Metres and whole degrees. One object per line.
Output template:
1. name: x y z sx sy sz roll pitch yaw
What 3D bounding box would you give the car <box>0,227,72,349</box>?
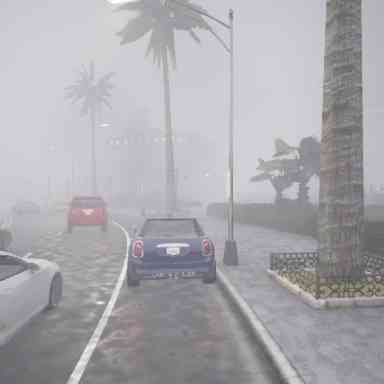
1. car: -3.379 1.523 4.740 1.812 1.442 4.674 0 0 -4

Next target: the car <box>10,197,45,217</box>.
1. car: -16.008 1.535 31.802 2.033 1.411 5.357 0 0 -37

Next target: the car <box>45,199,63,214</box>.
1. car: -15.093 1.466 35.956 1.882 1.535 5.008 0 0 -39

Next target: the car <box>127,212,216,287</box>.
1. car: -0.703 1.352 9.627 2.097 1.767 4.553 0 0 -7

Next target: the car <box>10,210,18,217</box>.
1. car: -7.551 1.520 10.776 1.812 1.442 4.674 0 0 -9

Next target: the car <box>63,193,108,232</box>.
1. car: -6.353 1.219 20.247 2.150 2.045 5.566 0 0 -17
